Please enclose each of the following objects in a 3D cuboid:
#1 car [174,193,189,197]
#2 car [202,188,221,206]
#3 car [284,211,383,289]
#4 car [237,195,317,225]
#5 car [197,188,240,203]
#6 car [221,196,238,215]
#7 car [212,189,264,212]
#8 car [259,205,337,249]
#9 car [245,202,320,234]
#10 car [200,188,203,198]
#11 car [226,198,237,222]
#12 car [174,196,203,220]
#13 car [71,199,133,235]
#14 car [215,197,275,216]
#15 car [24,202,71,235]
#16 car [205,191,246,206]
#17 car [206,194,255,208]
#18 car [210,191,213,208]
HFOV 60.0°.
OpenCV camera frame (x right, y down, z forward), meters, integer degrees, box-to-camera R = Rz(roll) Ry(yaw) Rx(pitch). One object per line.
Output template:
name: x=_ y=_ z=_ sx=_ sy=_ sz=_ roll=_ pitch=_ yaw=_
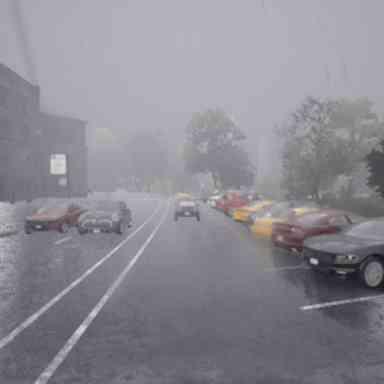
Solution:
car: x=-1.160 y=0.904 z=41.711 sx=1.882 sy=1.535 sz=5.008 roll=0 pitch=2 yaw=-3
car: x=4.410 y=0.840 z=35.604 sx=5.566 sy=2.045 sz=2.435 roll=0 pitch=2 yaw=-23
car: x=5.267 y=1.419 z=8.881 sx=5.008 sy=1.535 sz=2.097 roll=1 pitch=1 yaw=-21
car: x=5.120 y=1.231 z=17.802 sx=4.553 sy=1.767 sz=2.185 roll=1 pitch=1 yaw=-22
car: x=3.780 y=0.481 z=47.501 sx=5.566 sy=2.045 sz=2.435 roll=0 pitch=2 yaw=-24
car: x=4.927 y=1.307 z=23.737 sx=4.892 sy=1.521 sz=2.231 roll=0 pitch=1 yaw=-22
car: x=4.843 y=1.016 z=26.723 sx=5.566 sy=2.045 sz=2.435 roll=0 pitch=1 yaw=-22
car: x=5.206 y=1.398 z=11.858 sx=5.008 sy=1.535 sz=2.097 roll=1 pitch=0 yaw=-21
car: x=5.330 y=1.376 z=14.896 sx=5.366 sy=1.575 sz=1.946 roll=1 pitch=0 yaw=-21
car: x=3.917 y=0.577 z=44.504 sx=5.566 sy=2.045 sz=2.435 roll=0 pitch=2 yaw=-24
car: x=5.005 y=1.334 z=20.768 sx=5.008 sy=1.535 sz=2.097 roll=0 pitch=0 yaw=-22
car: x=-0.413 y=1.324 z=25.538 sx=1.812 sy=1.442 sz=4.674 roll=0 pitch=1 yaw=-2
car: x=-4.513 y=1.229 z=17.800 sx=2.097 sy=1.767 sz=4.553 roll=0 pitch=0 yaw=-2
car: x=4.724 y=1.249 z=29.699 sx=4.792 sy=1.488 sz=2.163 roll=0 pitch=1 yaw=-23
car: x=-7.323 y=1.355 z=18.229 sx=1.882 sy=1.535 sz=5.008 roll=0 pitch=0 yaw=-2
car: x=4.145 y=0.798 z=41.572 sx=4.553 sy=1.767 sz=2.185 roll=0 pitch=2 yaw=-23
car: x=4.447 y=1.009 z=38.681 sx=5.366 sy=1.575 sz=1.946 roll=0 pitch=1 yaw=-23
car: x=4.545 y=1.035 z=32.641 sx=4.553 sy=1.767 sz=2.185 roll=0 pitch=1 yaw=-23
